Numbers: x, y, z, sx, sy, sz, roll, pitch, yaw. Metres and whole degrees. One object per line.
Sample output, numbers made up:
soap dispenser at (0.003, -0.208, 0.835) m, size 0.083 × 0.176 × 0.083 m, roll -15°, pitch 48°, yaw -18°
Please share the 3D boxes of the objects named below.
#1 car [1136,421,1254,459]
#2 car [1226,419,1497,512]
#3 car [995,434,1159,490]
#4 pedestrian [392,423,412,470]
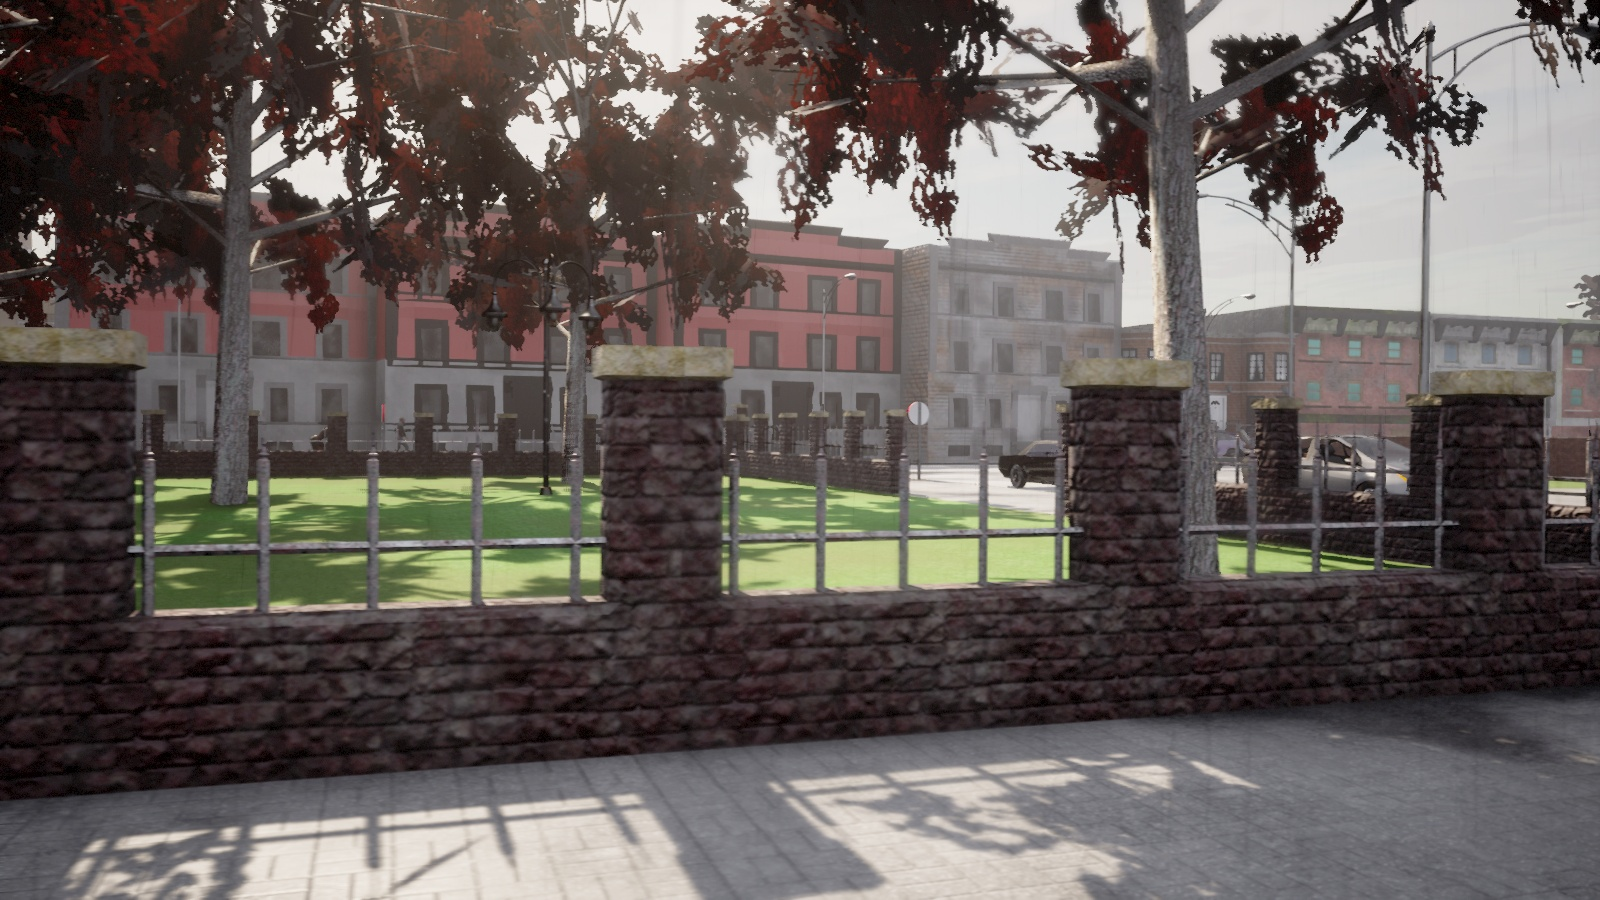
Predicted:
car at (17.976, -0.475, 57.162) m, size 4.856 × 1.649 × 2.033 m, roll -1°, pitch 1°, yaw -18°
car at (10.186, 0.218, 23.212) m, size 2.007 × 1.525 × 4.514 m, roll -1°, pitch 1°, yaw -20°
car at (7.082, 0.253, 32.618) m, size 1.895 × 1.301 × 4.718 m, roll -1°, pitch 1°, yaw -20°
pedestrian at (-15.956, -0.140, 50.383) m, size 0.720 × 1.854 × 0.376 m, roll -1°, pitch 1°, yaw -15°
